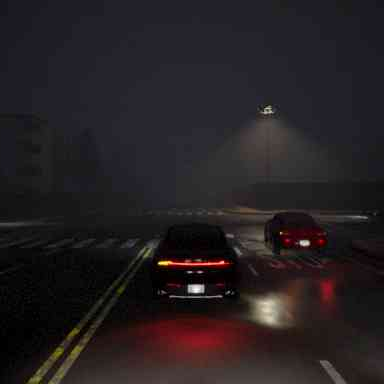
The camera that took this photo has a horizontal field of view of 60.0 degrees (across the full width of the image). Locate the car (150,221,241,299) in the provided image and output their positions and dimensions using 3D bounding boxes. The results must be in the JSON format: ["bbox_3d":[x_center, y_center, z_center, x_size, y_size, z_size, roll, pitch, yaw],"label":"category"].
[{"bbox_3d":[0.062,1.505,8.447,1.837,1.490,4.892,0,0,0],"label":"car"}]

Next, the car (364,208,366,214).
[{"bbox_3d":[17.883,1.564,30.041,4.181,1.385,1.994,0,0,0],"label":"car"}]

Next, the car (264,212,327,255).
[{"bbox_3d":[4.020,1.525,13.329,1.812,1.442,4.674,0,0,7],"label":"car"}]

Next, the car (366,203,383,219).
[{"bbox_3d":[17.093,1.491,26.548,4.902,1.511,2.128,0,0,0],"label":"car"}]
